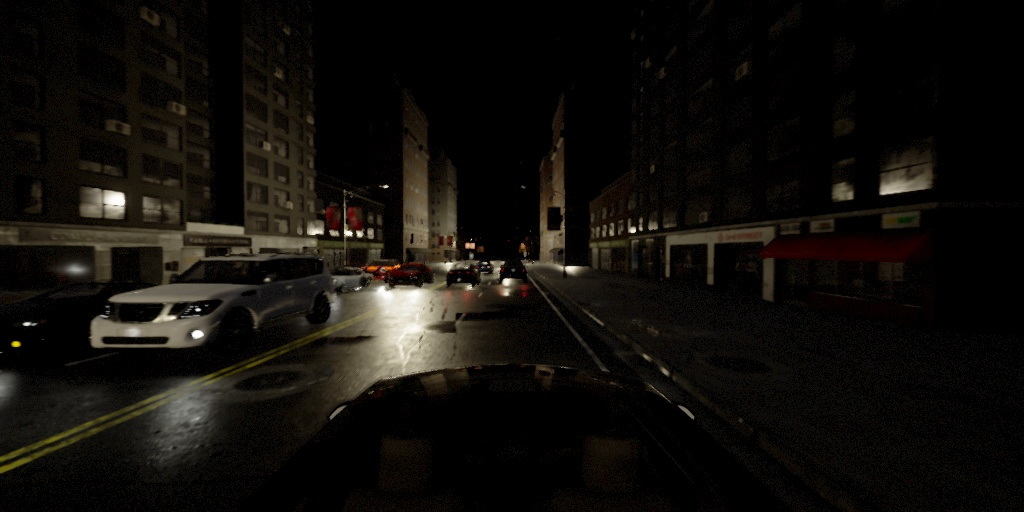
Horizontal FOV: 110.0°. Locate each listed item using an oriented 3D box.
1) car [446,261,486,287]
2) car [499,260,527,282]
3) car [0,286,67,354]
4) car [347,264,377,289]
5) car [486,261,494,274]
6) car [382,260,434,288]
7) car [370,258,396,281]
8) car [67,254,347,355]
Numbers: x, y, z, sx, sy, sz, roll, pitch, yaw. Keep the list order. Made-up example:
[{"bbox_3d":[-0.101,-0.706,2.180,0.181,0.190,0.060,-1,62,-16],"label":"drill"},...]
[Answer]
[{"bbox_3d":[-3.171,1.228,24.031,2.128,1.511,4.902,0,0,0],"label":"car"},{"bbox_3d":[0.095,1.084,28.541,2.097,1.767,4.553,0,0,0],"label":"car"},{"bbox_3d":[-9.840,1.306,8.570,1.994,1.385,4.181,0,0,0],"label":"car"},{"bbox_3d":[-9.787,1.336,20.587,1.895,1.301,4.718,0,0,1],"label":"car"},{"bbox_3d":[-3.152,1.257,41.483,2.033,1.411,5.357,0,0,0],"label":"car"},{"bbox_3d":[-6.529,1.211,23.593,1.882,1.535,5.008,0,0,1],"label":"car"},{"bbox_3d":[-9.742,1.003,26.850,2.097,1.767,4.553,0,0,0],"label":"car"},{"bbox_3d":[-6.594,0.963,9.001,2.150,2.045,5.566,0,0,0],"label":"car"}]
